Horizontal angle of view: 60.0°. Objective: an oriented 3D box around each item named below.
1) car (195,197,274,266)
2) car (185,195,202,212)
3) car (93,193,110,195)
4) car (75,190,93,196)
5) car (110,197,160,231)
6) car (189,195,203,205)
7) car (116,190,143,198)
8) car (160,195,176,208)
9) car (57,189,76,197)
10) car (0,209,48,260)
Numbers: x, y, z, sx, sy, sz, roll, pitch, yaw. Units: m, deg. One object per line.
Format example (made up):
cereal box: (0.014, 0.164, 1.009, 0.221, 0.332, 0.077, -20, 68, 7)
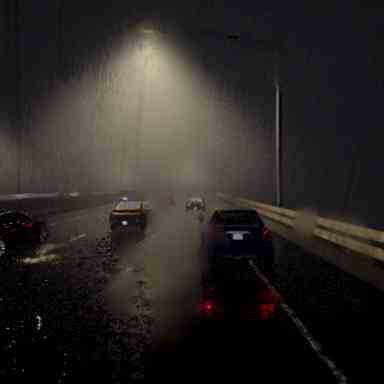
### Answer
car: (1.264, 1.212, 11.174, 2.097, 1.767, 4.553, 0, 1, 0)
car: (0.366, 1.202, 32.949, 1.895, 1.301, 4.718, 0, 1, 2)
car: (-16.352, 0.823, 62.674, 2.033, 1.411, 5.357, 0, 1, 2)
car: (-19.847, 0.776, 62.795, 1.837, 1.490, 4.892, 0, 1, 2)
car: (-3.286, 1.260, 18.869, 2.128, 1.511, 4.902, 0, 1, 1)
car: (0.631, 1.052, 46.095, 1.895, 1.301, 4.718, 0, 1, 2)
car: (-6.527, 0.797, 35.216, 2.150, 2.045, 5.566, 0, 1, 1)
car: (-2.952, 1.063, 38.450, 1.812, 1.442, 4.674, 0, 1, 1)
car: (-23.342, 0.498, 62.891, 2.150, 2.045, 5.566, 0, 1, 2)
car: (-6.852, 1.358, 11.789, 1.837, 1.490, 4.892, 0, 1, 0)
